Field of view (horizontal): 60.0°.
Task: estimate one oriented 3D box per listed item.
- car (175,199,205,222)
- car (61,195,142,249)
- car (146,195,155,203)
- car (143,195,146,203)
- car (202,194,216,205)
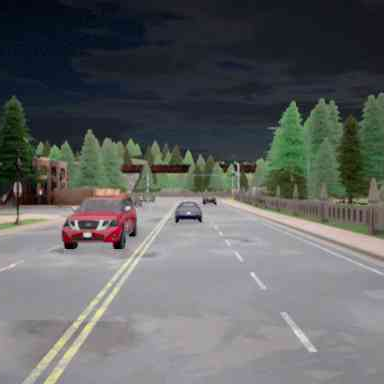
[{"bbox_3d":[-0.264,1.465,25.585,1.994,1.385,4.181,0,0,-1],"label":"car"},{"bbox_3d":[-3.760,1.166,14.562,2.150,2.045,5.566,0,0,-1],"label":"car"},{"bbox_3d":[-7.953,1.254,61.760,2.128,1.511,4.902,0,0,0],"label":"car"},{"bbox_3d":[-8.095,1.331,44.970,1.837,1.490,4.892,1,0,5],"label":"car"},{"bbox_3d":[2.797,1.141,55.049,2.097,1.767,4.553,0,0,-1],"label":"car"}]
